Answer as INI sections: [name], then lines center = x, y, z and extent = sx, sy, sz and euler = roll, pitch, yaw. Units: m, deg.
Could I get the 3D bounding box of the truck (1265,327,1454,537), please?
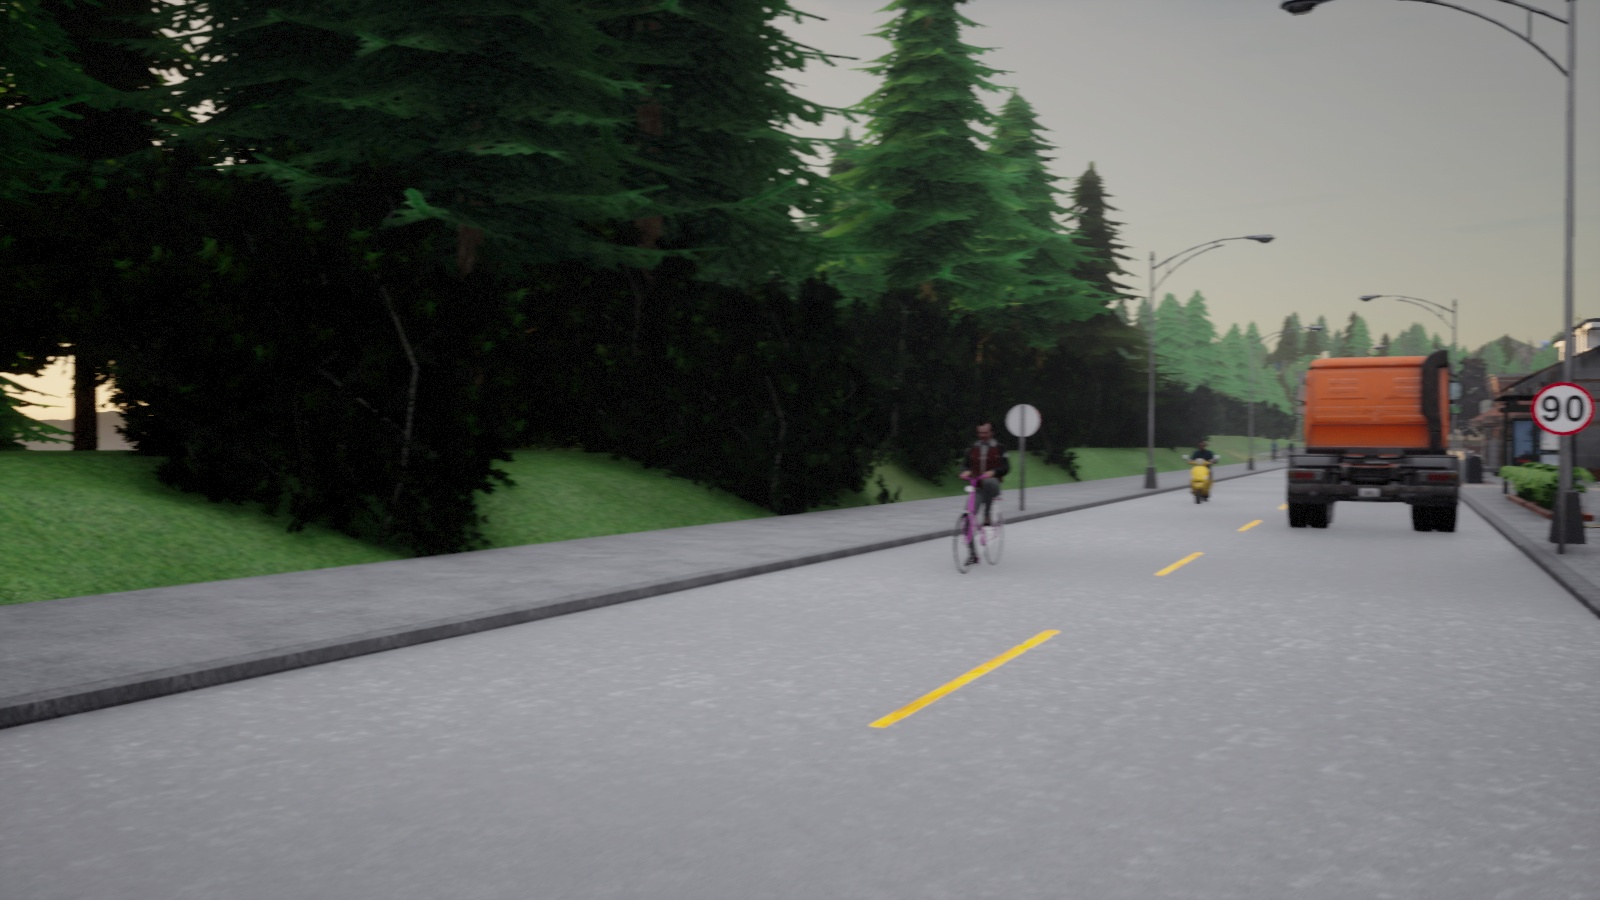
[truck]
center = 11.112, -0.312, 24.892
extent = 2.891, 3.462, 7.936
euler = 1, 0, 25

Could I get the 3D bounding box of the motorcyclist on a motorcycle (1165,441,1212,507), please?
[motorcyclist on a motorcycle]
center = 9.766, 0.576, 31.513
extent = 0.866, 1.590, 1.817
euler = 1, 0, 25

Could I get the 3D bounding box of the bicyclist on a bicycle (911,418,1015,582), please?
[bicyclist on a bicycle]
center = 1.922, 0.543, 14.615
extent = 0.659, 1.776, 1.843
euler = 1, 0, 25
